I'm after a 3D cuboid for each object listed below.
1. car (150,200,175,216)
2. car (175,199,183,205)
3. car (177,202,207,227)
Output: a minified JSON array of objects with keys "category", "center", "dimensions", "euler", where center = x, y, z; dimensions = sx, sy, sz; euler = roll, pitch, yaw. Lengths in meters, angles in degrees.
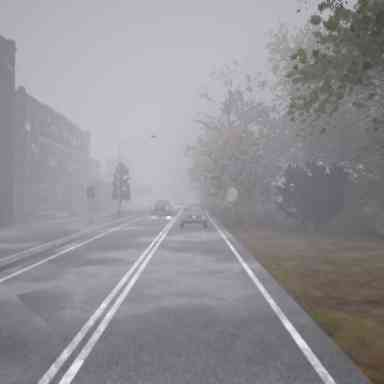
[{"category":"car","center":[-3.274,1.632,36.340],"dimensions":[2.097,1.767,4.553],"euler":[0,-1,0]},{"category":"car","center":[-2.996,2.401,76.993],"dimensions":[1.994,1.385,4.181],"euler":[0,-1,0]},{"category":"car","center":[0.128,1.662,23.618],"dimensions":[2.033,1.411,5.357],"euler":[0,-1,0]}]
